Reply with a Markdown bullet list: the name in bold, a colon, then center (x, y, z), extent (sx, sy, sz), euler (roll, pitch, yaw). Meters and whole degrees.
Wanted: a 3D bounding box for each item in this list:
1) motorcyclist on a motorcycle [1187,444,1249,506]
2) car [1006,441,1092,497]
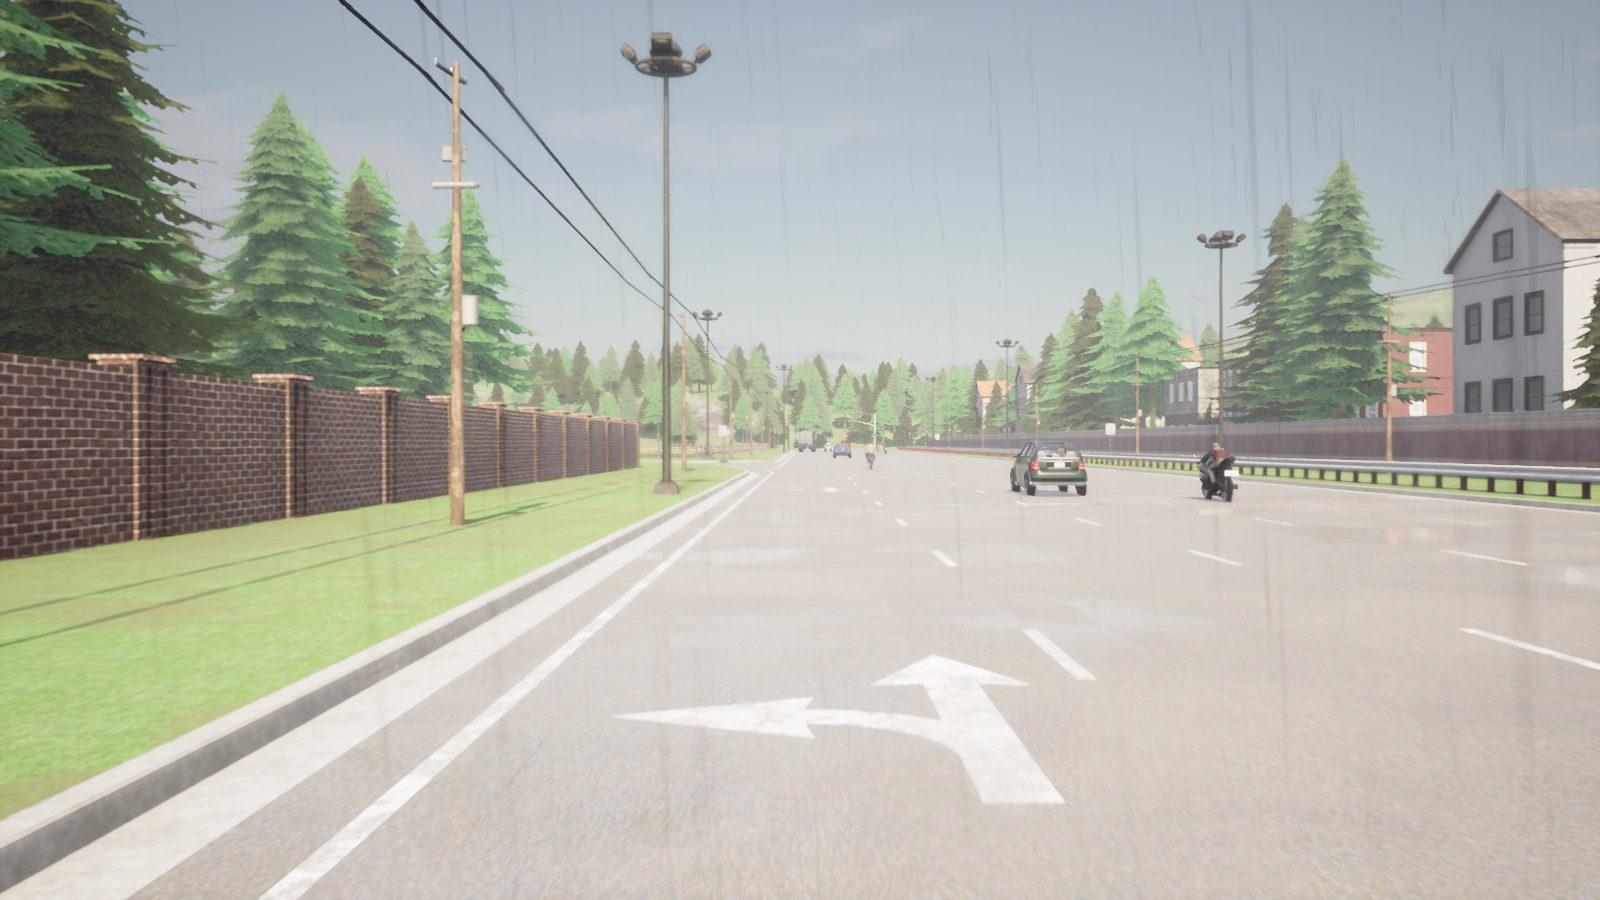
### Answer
- **motorcyclist on a motorcycle**: center (10.700, 0.609, 32.211), extent (0.866, 1.530, 2.191), euler (0, 0, 0)
- **car**: center (7.225, 0.524, 36.732), extent (1.789, 1.549, 3.705), euler (0, 0, 0)
